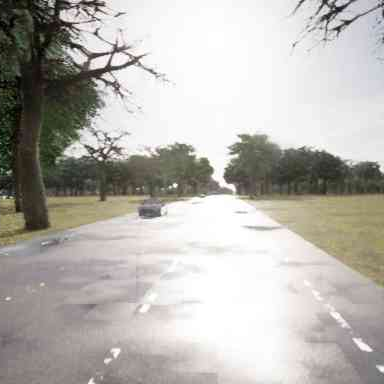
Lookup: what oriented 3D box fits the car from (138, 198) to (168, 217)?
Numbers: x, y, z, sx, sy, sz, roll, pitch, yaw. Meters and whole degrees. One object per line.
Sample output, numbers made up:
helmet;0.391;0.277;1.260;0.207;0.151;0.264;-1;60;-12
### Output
car;-3.699;1.385;31.870;2.097;1.767;4.553;-2;0;6
